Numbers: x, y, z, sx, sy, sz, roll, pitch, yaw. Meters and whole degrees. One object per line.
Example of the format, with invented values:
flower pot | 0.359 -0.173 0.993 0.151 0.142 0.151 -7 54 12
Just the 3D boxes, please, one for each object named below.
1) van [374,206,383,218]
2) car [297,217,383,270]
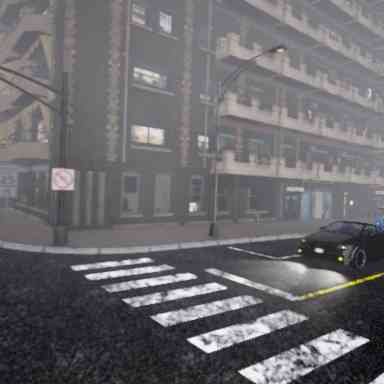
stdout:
van | 13.107 1.775 21.066 3.998 1.788 1.690 2 0 -38
car | 5.664 1.758 11.935 4.181 1.385 1.994 2 1 -38
